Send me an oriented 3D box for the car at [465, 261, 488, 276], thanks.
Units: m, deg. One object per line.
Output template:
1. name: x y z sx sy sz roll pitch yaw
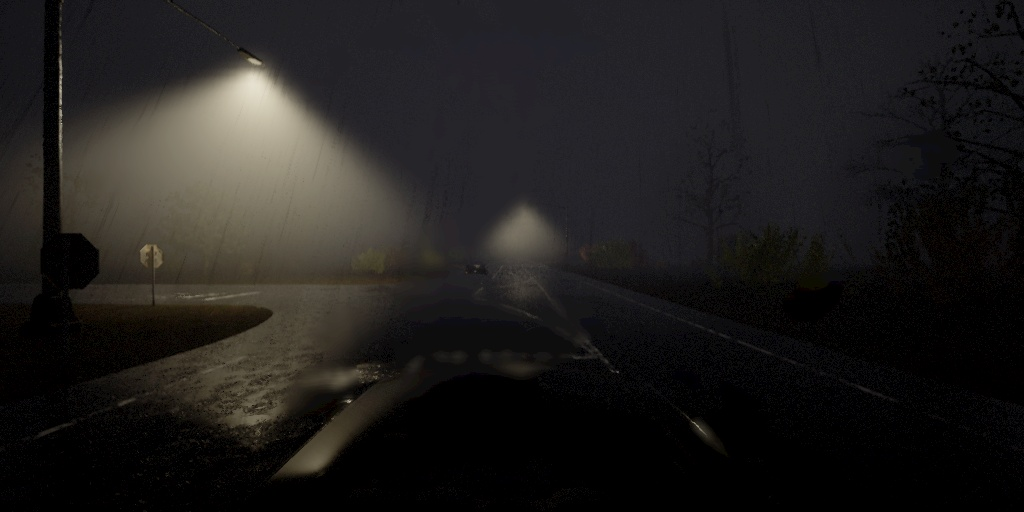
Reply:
1. car: -3.425 1.229 35.242 1.994 1.385 4.181 0 0 0
